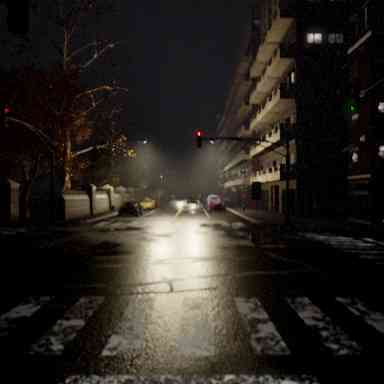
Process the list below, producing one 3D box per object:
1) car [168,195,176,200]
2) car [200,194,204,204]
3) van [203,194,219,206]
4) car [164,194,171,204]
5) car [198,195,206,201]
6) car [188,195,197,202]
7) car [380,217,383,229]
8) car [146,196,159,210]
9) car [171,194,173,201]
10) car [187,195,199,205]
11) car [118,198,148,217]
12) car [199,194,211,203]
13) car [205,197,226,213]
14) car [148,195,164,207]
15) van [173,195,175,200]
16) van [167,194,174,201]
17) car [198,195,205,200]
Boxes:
[{"bbox_3d":[-5.646,1.597,93.080,2.008,1.369,4.403,0,0,0],"label":"car"},{"bbox_3d":[2.717,1.438,53.666,1.967,1.590,4.097,0,0,0],"label":"car"},{"bbox_3d":[2.713,1.333,42.406,1.690,1.788,3.998,0,0,0],"label":"van"},{"bbox_3d":[-5.658,1.448,64.931,1.967,1.590,4.097,0,0,0],"label":"car"},{"bbox_3d":[2.732,1.476,87.446,1.967,1.590,4.097,0,0,0],"label":"car"},{"bbox_3d":[0.033,1.390,70.281,1.837,1.490,4.892,0,0,0],"label":"car"},{"bbox_3d":[13.474,1.589,18.818,5.009,1.841,2.192,1,-1,0],"label":"car"},{"bbox_3d":[-5.668,1.517,42.240,1.752,1.417,4.829,0,0,0],"label":"car"},{"bbox_3d":[-5.655,1.453,70.560,1.967,1.590,4.097,0,0,0],"label":"car"},{"bbox_3d":[0.027,1.550,59.862,2.033,1.411,5.357,0,0,0],"label":"car"},{"bbox_3d":[-5.674,1.556,31.149,1.947,1.339,4.313,0,0,0],"label":"car"},{"bbox_3d":[2.725,1.328,70.557,2.192,1.841,5.009,0,0,0],"label":"car"},{"bbox_3d":[2.709,1.535,36.775,1.887,1.381,4.507,0,0,0],"label":"car"},{"bbox_3d":[-5.666,1.310,48.040,2.192,1.841,5.009,0,0,0],"label":"car"},{"bbox_3d":[-5.651,1.368,81.821,1.690,1.788,3.998,0,0,0],"label":"van"},{"bbox_3d":[-5.648,1.377,87.450,1.690,1.788,3.998,0,0,0],"label":"van"},{"bbox_3d":[2.734,1.628,93.077,1.802,1.307,4.206,0,0,0],"label":"car"}]
